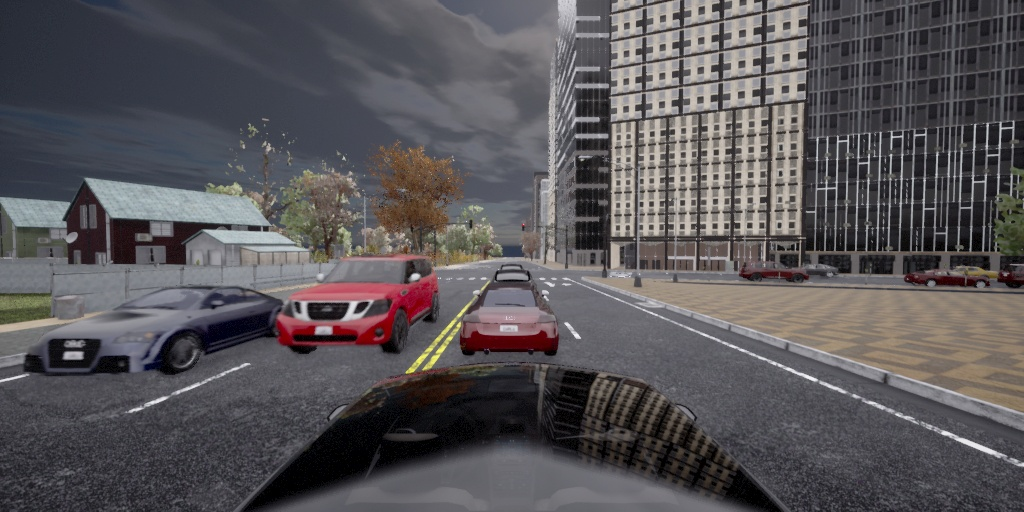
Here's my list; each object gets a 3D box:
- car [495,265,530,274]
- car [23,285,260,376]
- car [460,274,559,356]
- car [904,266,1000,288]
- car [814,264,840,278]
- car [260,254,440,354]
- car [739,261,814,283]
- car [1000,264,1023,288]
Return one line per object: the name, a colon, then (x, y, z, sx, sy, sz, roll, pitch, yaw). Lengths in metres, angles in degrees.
car: (0.030, 1.250, 14.027, 1.837, 1.490, 4.892, 0, 0, 0)
car: (-6.592, 1.311, 7.382, 1.994, 1.385, 4.181, 0, 0, 0)
car: (-0.032, 1.311, 8.642, 1.994, 1.385, 4.181, 0, 0, 1)
car: (33.630, 1.715, 27.829, 4.507, 1.381, 1.888, 0, 0, 20)
car: (31.006, 1.469, 37.172, 4.403, 1.370, 2.007, 0, 0, 20)
car: (-3.340, 0.967, 9.146, 2.150, 2.045, 5.566, 0, 0, 0)
car: (22.979, 1.394, 31.715, 5.009, 1.841, 2.192, 0, 0, 20)
car: (38.955, 1.530, 25.886, 5.009, 1.841, 2.192, 0, 0, 20)
